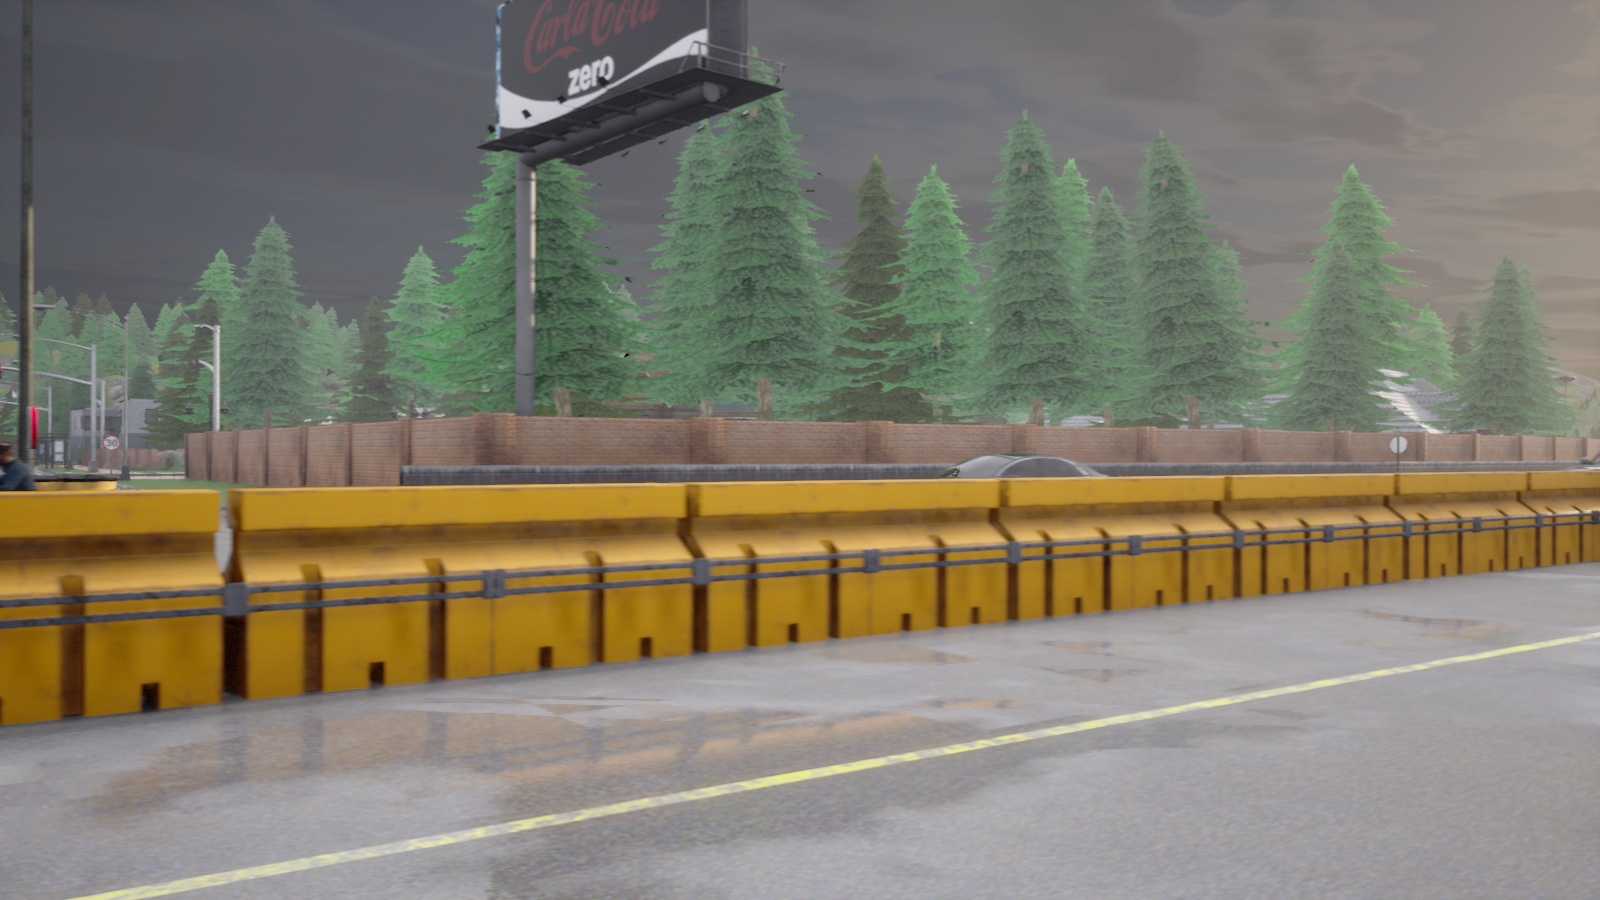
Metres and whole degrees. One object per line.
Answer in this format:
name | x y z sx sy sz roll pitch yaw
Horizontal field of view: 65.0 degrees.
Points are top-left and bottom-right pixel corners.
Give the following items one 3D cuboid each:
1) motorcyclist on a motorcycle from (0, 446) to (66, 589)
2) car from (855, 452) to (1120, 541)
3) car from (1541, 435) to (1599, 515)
motorcyclist on a motorcycle | -9.382 0.753 14.186 1.817 1.590 0.866 0 0 -35
car | 3.530 0.800 23.172 4.892 1.490 1.837 0 0 -35
car | 20.069 0.595 30.402 4.605 1.855 1.932 1 -1 -35
